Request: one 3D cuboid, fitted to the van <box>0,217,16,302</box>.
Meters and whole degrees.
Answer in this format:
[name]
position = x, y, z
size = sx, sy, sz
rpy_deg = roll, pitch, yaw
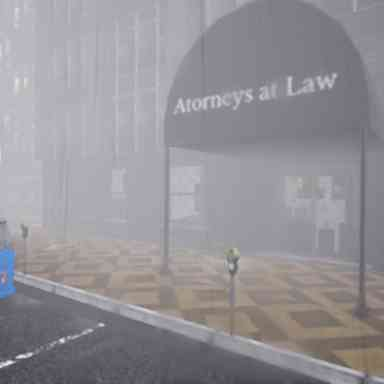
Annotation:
[van]
position = -5.146, 1.261, 6.552
size = 3.998, 1.788, 1.690
rpy_deg = 1, 0, 36
